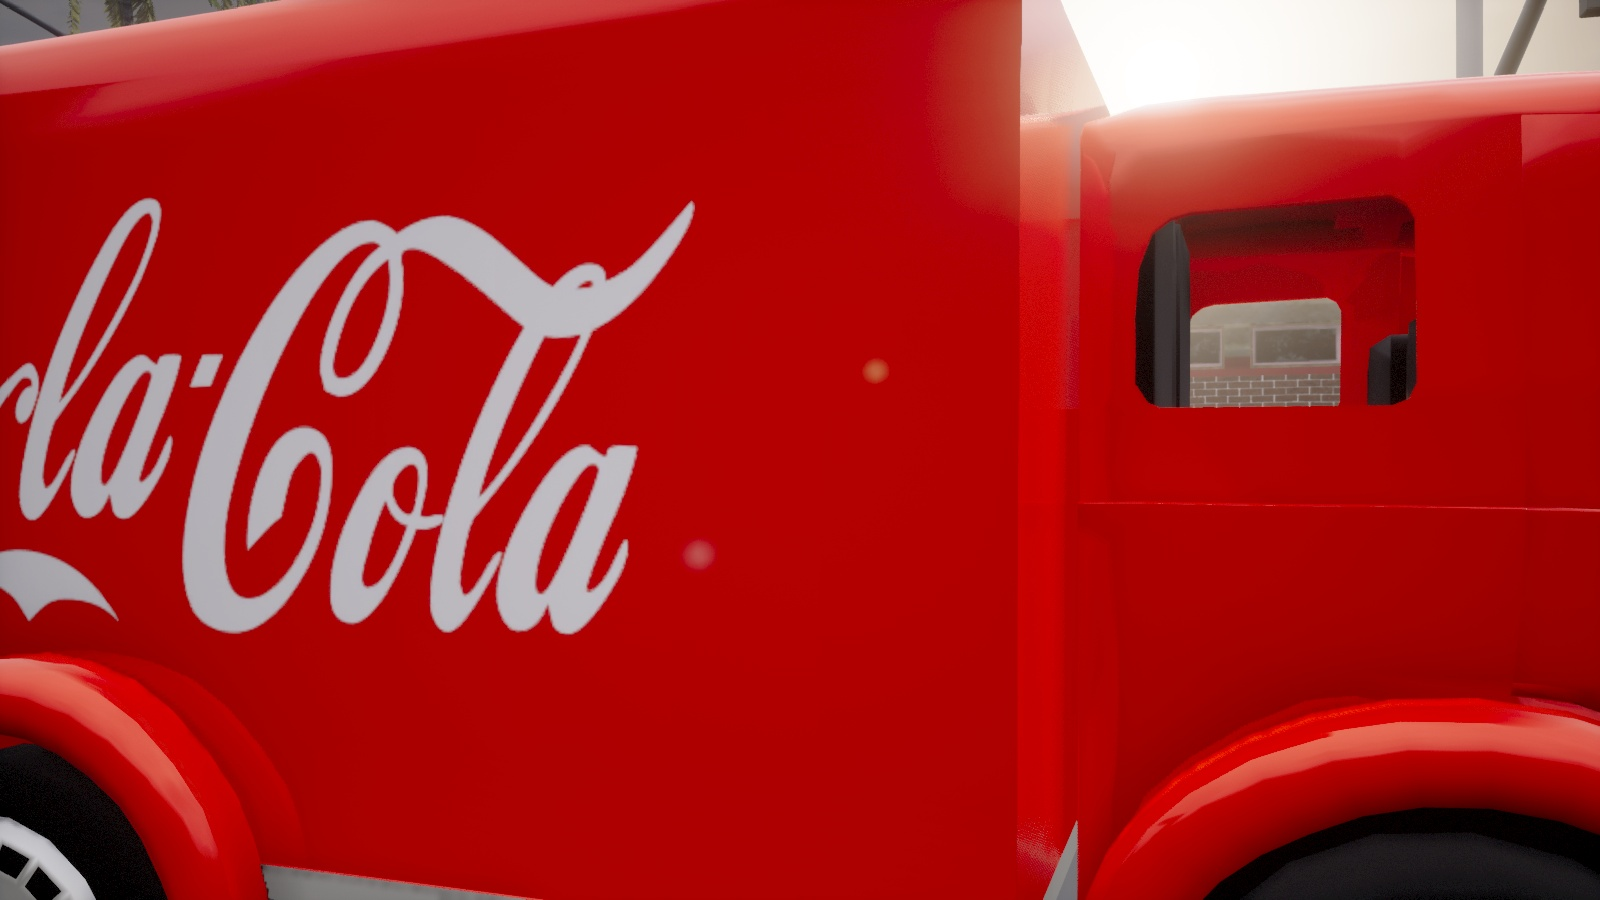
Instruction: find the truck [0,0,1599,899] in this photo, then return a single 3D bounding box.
[{"bbox_3d":[-0.068,0.283,3.233,5.204,2.467,2.627,1,1,20],"label":"truck"}]
